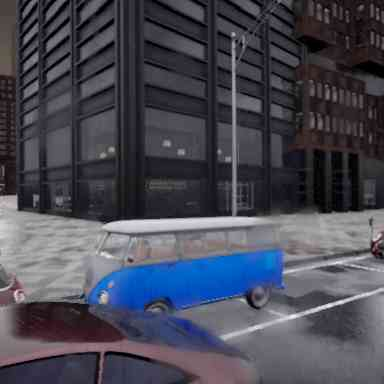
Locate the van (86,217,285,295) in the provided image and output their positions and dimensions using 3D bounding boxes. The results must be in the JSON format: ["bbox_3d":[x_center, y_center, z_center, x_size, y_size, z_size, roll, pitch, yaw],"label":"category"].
[{"bbox_3d":[-0.020,1.403,6.450,3.998,1.788,1.690,1,-1,-34],"label":"van"}]

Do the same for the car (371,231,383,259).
[{"bbox_3d":[8.257,1.592,11.972,4.097,1.590,1.967,1,-1,-34],"label":"car"}]

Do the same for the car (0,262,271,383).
[{"bbox_3d":[-1.433,1.578,2.169,4.181,1.385,1.994,1,-1,-34],"label":"car"}]

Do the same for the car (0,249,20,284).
[{"bbox_3d":[-4.084,1.458,3.736,4.097,1.590,1.967,1,-1,-34],"label":"car"}]
